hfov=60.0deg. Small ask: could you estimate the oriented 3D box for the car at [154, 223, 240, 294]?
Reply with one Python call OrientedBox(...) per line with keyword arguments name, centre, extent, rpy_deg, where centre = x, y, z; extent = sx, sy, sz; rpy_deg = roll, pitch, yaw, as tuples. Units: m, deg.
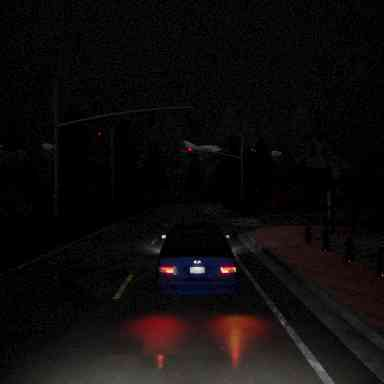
OrientedBox(name="car", centre=(0.101, 1.547, 8.899), extent=(2.033, 1.411, 5.357), rpy_deg=(0, 0, 0))
